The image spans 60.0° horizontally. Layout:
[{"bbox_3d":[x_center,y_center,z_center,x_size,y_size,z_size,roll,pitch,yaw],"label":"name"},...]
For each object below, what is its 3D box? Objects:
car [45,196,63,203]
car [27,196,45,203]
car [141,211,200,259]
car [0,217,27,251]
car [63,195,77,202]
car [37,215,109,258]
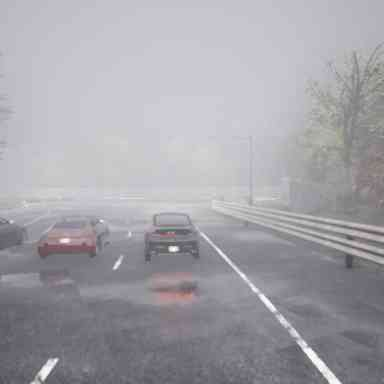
[{"bbox_3d":[-29.605,1.524,70.288,1.812,1.442,4.674,0,0,-43],"label":"car"},{"bbox_3d":[-32.272,1.570,68.021,1.994,1.385,4.181,0,0,-43],"label":"car"},{"bbox_3d":[-0.833,1.493,12.573,1.837,1.490,4.892,0,0,-6],"label":"car"},{"bbox_3d":[-7.899,1.581,12.613,1.994,1.385,4.181,0,0,-7],"label":"car"},{"bbox_3d":[-26.939,1.460,72.556,1.882,1.535,5.008,0,0,-43],"label":"car"},{"bbox_3d":[-4.414,1.566,12.922,1.994,1.385,4.181,0,0,-7],"label":"car"}]
